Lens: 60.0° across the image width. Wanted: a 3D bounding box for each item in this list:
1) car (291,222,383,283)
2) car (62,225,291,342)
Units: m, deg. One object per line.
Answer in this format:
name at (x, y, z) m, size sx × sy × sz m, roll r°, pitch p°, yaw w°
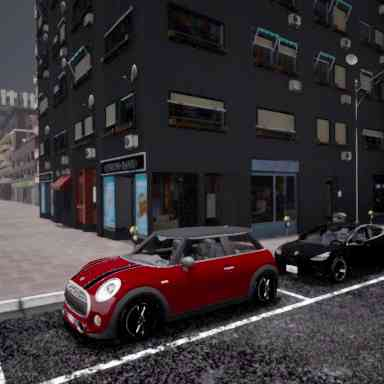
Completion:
car at (4.278, 1.563, 9.632) m, size 4.313 × 1.339 × 1.947 m, roll 0°, pitch -1°, yaw -36°
car at (-0.280, 1.439, 6.377) m, size 4.097 × 1.590 × 1.967 m, roll 0°, pitch -1°, yaw -36°
